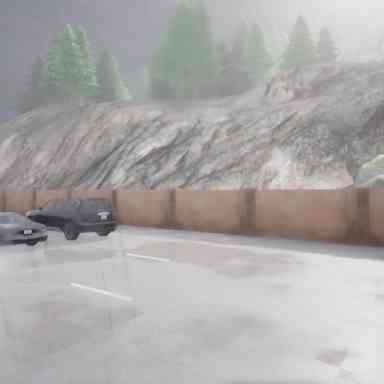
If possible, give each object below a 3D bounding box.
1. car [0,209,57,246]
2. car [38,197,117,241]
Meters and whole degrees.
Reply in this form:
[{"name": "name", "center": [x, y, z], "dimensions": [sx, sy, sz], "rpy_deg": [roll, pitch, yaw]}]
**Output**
[{"name": "car", "center": [-8.269, 1.560, 14.066], "dimensions": [5.357, 1.411, 2.033], "rpy_deg": [0, 0, 35]}, {"name": "car", "center": [-6.261, 1.255, 16.933], "dimensions": [5.566, 2.045, 2.150], "rpy_deg": [0, 0, 35]}]
